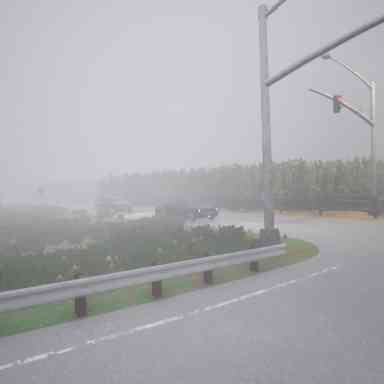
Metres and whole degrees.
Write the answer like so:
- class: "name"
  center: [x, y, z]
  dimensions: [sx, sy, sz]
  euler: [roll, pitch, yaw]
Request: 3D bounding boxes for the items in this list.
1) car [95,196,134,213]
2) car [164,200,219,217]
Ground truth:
- class: "car"
  center: [-7.070, 1.128, 29.795]
  dimensions: [1.837, 1.490, 4.892]
  euler: [-3, 2, -40]
- class: "car"
  center: [-0.404, 1.185, 21.994]
  dimensions: [1.895, 1.301, 4.718]
  euler: [-3, 2, -41]
